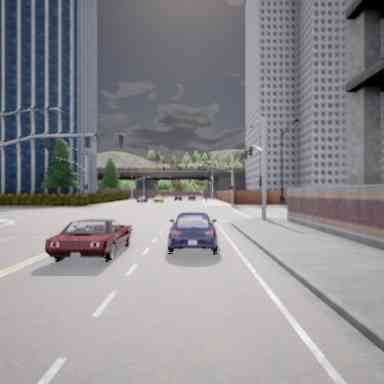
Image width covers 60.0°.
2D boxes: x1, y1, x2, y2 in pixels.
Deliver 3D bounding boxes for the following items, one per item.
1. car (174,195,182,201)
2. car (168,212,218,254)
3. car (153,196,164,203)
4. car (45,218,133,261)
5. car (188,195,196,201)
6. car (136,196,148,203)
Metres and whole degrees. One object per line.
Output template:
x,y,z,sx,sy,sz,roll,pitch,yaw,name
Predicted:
-3.498,1.552,84.656,1.812,1.442,4.674,0,0,0,car
0.049,1.534,13.457,1.812,1.442,4.674,0,0,1,car
-6.999,1.520,69.959,1.882,1.535,5.008,0,0,0,car
-3.465,1.608,12.192,1.895,1.301,4.718,0,0,1,car
0.002,1.528,84.656,1.837,1.490,4.892,0,0,0,car
-10.499,1.567,69.957,2.128,1.511,4.902,0,0,0,car
